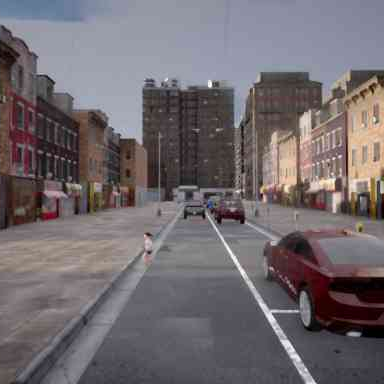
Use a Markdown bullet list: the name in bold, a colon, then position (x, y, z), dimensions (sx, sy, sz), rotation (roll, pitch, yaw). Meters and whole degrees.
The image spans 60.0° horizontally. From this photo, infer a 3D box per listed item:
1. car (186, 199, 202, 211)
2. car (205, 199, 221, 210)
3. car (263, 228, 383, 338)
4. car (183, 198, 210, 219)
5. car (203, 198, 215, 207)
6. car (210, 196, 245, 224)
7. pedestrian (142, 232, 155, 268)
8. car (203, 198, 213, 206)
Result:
- **car**: position (0.288, 1.683, 43.979), dimensions (2.033, 1.411, 5.357), rotation (0, 0, 1)
- **car**: position (2.911, 1.697, 46.962), dimensions (1.887, 1.381, 4.507), rotation (1, 0, 0)
- **car**: position (2.786, 1.486, 6.866), dimensions (1.882, 1.535, 5.008), rotation (0, 0, 0)
- **car**: position (0.238, 1.563, 30.266), dimensions (2.128, 1.511, 4.902), rotation (0, 0, 1)
- **car**: position (2.970, 1.803, 57.838), dimensions (1.802, 1.307, 4.206), rotation (1, 0, 0)
- **car**: position (2.796, 1.367, 25.211), dimensions (2.192, 1.841, 5.009), rotation (1, 0, 0)
- **pedestrian**: position (-1.264, 1.686, 9.907), dimensions (0.500, 1.100, 0.500), rotation (1, -1, 0)
- **car**: position (3.000, 1.840, 63.277), dimensions (1.802, 1.307, 4.206), rotation (1, 0, 0)
